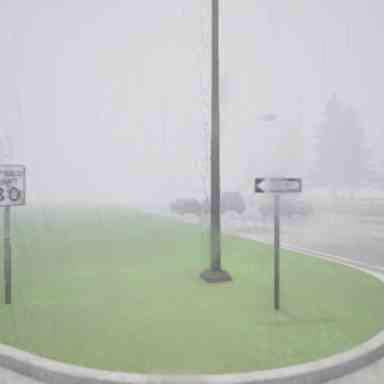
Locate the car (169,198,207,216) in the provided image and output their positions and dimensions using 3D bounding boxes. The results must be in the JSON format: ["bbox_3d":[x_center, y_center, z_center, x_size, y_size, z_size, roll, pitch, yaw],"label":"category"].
[{"bbox_3d":[-0.701,1.307,30.478,1.837,1.490,4.892,0,0,-21],"label":"car"}]

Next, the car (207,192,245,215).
[{"bbox_3d":[2.836,1.013,31.026,2.150,2.045,5.566,0,0,-21],"label":"car"}]

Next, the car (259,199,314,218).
[{"bbox_3d":[7.795,1.351,27.886,2.033,1.411,5.357,0,0,-21],"label":"car"}]

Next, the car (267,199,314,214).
[{"bbox_3d":[9.618,1.368,32.901,1.895,1.301,4.718,0,0,-21],"label":"car"}]
